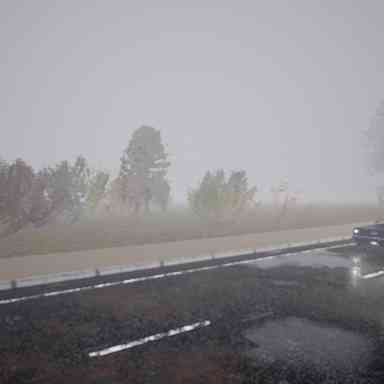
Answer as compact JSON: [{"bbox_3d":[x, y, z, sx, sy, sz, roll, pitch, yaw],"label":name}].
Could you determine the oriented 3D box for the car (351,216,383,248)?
[{"bbox_3d":[8.711,1.646,13.926,4.718,1.301,1.895,0,0,-36],"label":"car"}]
